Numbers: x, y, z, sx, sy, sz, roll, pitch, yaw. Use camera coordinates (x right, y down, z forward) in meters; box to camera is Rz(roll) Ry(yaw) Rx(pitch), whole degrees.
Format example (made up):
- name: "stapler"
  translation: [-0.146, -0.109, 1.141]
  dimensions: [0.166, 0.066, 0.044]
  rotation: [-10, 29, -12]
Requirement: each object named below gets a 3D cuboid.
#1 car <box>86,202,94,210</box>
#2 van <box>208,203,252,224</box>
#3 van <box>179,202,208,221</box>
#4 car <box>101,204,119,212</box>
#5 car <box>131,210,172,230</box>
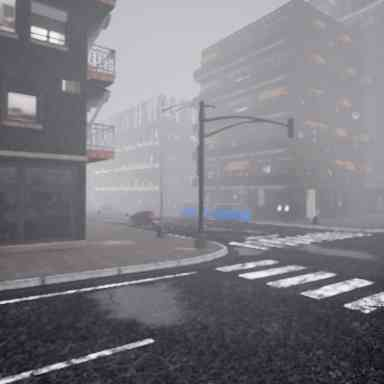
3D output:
- name: "car"
  translation: [-19.748, 2.590, 61.768]
  dimensions: [1.752, 1.417, 4.829]
  rotation: [0, -1, -36]
- name: "van"
  translation: [3.563, 1.898, 30.029]
  dimensions: [1.690, 1.788, 3.998]
  rotation: [0, -1, -36]
- name: "van"
  translation: [0.247, 1.970, 34.544]
  dimensions: [1.690, 1.788, 3.998]
  rotation: [0, -1, -36]
- name: "car"
  translation: [-13.015, 2.500, 52.601]
  dimensions: [1.802, 1.307, 4.206]
  rotation: [0, -1, -36]
- name: "car"
  translation: [-3.180, 2.047, 25.110]
  dimensions: [1.802, 1.307, 4.206]
  rotation: [0, -1, -36]
